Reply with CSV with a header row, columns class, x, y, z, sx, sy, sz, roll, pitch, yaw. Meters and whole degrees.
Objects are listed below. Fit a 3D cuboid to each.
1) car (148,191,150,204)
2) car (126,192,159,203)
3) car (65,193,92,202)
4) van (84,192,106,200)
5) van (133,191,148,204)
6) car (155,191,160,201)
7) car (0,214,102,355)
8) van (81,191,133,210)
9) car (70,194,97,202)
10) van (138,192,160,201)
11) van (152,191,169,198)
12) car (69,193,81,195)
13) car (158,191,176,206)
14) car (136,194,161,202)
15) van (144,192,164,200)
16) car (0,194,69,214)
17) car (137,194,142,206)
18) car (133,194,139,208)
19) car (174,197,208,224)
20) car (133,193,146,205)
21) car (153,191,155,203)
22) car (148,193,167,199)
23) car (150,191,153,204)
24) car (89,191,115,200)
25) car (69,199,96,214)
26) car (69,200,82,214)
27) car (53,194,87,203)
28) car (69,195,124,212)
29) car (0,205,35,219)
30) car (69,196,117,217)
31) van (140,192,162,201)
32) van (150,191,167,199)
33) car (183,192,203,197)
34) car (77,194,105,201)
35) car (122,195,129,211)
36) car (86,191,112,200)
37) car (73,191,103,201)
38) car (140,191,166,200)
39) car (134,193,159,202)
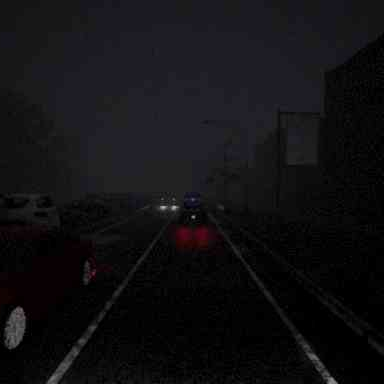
class,x,y,z,sx,sy,sz,roll,pitch,yaw
car,-8.948,1.106,48.631,4.553,1.767,2.185,0,0,0
car,-8.907,0.943,59.844,5.566,2.045,2.435,0,0,0
car,-22.054,1.054,64.976,4.553,1.767,2.185,0,0,0
van,-22.158,0.918,76.078,4.442,1.987,1.878,0,0,0
van,-8.796,1.015,45.828,4.442,1.987,1.878,0,0,0
car,-8.902,0.953,57.041,5.566,2.045,2.435,0,0,0
car,-3.353,1.435,6.196,1.882,1.535,5.008,0,0,0
van,-8.778,1.051,34.615,4.442,1.987,1.878,0,0,0
car,-21.999,1.200,67.754,4.792,1.488,2.163,0,0,0
van,-9.070,0.933,71.057,4.442,1.987,1.878,0,0,0
van,-8.873,0.801,93.487,4.442,1.987,1.878,0,1,0
car,-22.016,1.208,56.649,4.892,1.521,2.231,0,0,0
car,-3.341,1.107,48.717,2.097,1.767,4.553,0,0,0
car,-8.942,1.169,68.255,4.892,1.521,2.231,0,0,0
van,-9.083,0.905,79.465,4.442,1.987,1.878,0,0,0
car,-8.892,1.116,14.995,5.566,2.045,2.435,0,0,0
car,-8.875,1.288,40.222,4.792,1.488,2.163,0,0,0
car,-8.870,1.297,37.419,4.792,1.488,2.163,0,0,0
car,0.094,1.343,23.231,2.128,1.511,4.902,0,0,0
car,-8.903,1.249,43.026,5.008,1.535,2.097,0,0,0
car,-8.895,1.087,54.238,4.553,1.767,2.185,0,0,0
car,-9.009,1.109,87.885,4.792,1.488,2.163,0,1,0
car,-8.890,1.097,51.435,4.553,1.767,2.185,0,0,0
car,-22.021,0.869,81.632,5.566,2.045,2.435,0,0,0
car,-8.843,1.362,20.602,4.792,1.488,2.163,0,0,0
car,-8.863,1.350,17.804,4.892,1.521,2.231,0,0,0
car,-21.829,1.195,59.426,5.366,1.575,1.946,0,0,0
car,-9.071,1.292,29.009,5.366,1.575,1.946,0,0,0
car,-8.854,1.385,12.193,5.008,1.535,2.097,0,0,0
car,-8.876,1.305,26.209,5.008,1.535,2.097,0,0,0
van,-9.074,0.923,73.860,4.442,1.987,1.878,0,0,0
van,-9.101,0.828,90.686,4.442,1.987,1.878,0,1,0
car,0.094,1.008,40.480,2.150,2.045,5.566,0,1,0
car,-22.223,1.150,73.305,5.366,1.575,1.946,0,0,0
car,-8.919,1.316,31.812,4.792,1.488,2.163,0,0,0
car,-22.074,0.883,78.855,5.566,2.045,2.435,0,0,0
car,-22.061,0.910,70.528,5.566,2.045,2.435,0,0,0
car,-8.934,0.889,76.665,5.566,2.045,2.435,0,0,0
car,-8.975,1.051,65.451,4.553,1.767,2.185,0,0,0
